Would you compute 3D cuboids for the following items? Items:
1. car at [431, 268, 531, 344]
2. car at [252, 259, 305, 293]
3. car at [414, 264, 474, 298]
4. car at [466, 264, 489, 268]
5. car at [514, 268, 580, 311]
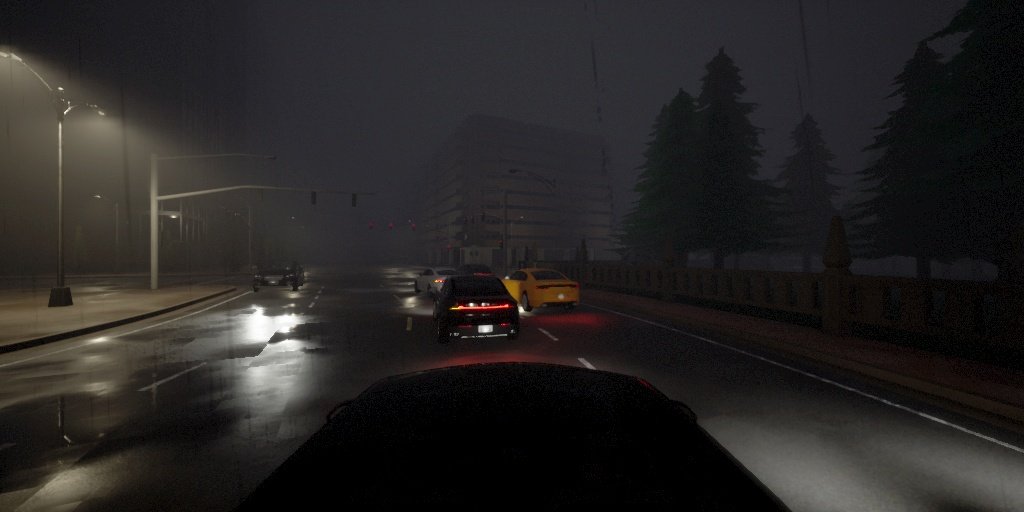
[{"bbox_3d":[-1.130,1.255,9.749,1.837,1.490,4.892,0,0,-14],"label":"car"},{"bbox_3d":[-12.004,0.929,18.647,2.128,1.511,4.902,0,0,-26],"label":"car"},{"bbox_3d":[-3.682,1.276,18.375,1.812,1.442,4.674,0,0,-27],"label":"car"},{"bbox_3d":[-2.621,1.255,23.296,1.837,1.490,4.892,0,0,-23],"label":"car"},{"bbox_3d":[0.894,1.228,14.499,1.882,1.535,5.008,0,0,-18],"label":"car"}]
